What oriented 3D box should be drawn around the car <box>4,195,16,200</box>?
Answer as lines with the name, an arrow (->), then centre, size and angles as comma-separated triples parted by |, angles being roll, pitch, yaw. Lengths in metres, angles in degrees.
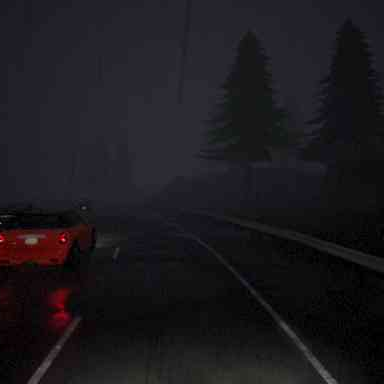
car -> -44.526, 1.293, 81.339 | 1.994, 1.385, 4.181 | 0, 0, -44

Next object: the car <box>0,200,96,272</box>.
car -> -4.533, 1.322, 10.955 | 2.097, 1.767, 4.553 | 0, 0, -7

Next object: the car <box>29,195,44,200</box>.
car -> -33.200, 1.340, 71.206 | 1.812, 1.442, 4.674 | 0, 0, -44
